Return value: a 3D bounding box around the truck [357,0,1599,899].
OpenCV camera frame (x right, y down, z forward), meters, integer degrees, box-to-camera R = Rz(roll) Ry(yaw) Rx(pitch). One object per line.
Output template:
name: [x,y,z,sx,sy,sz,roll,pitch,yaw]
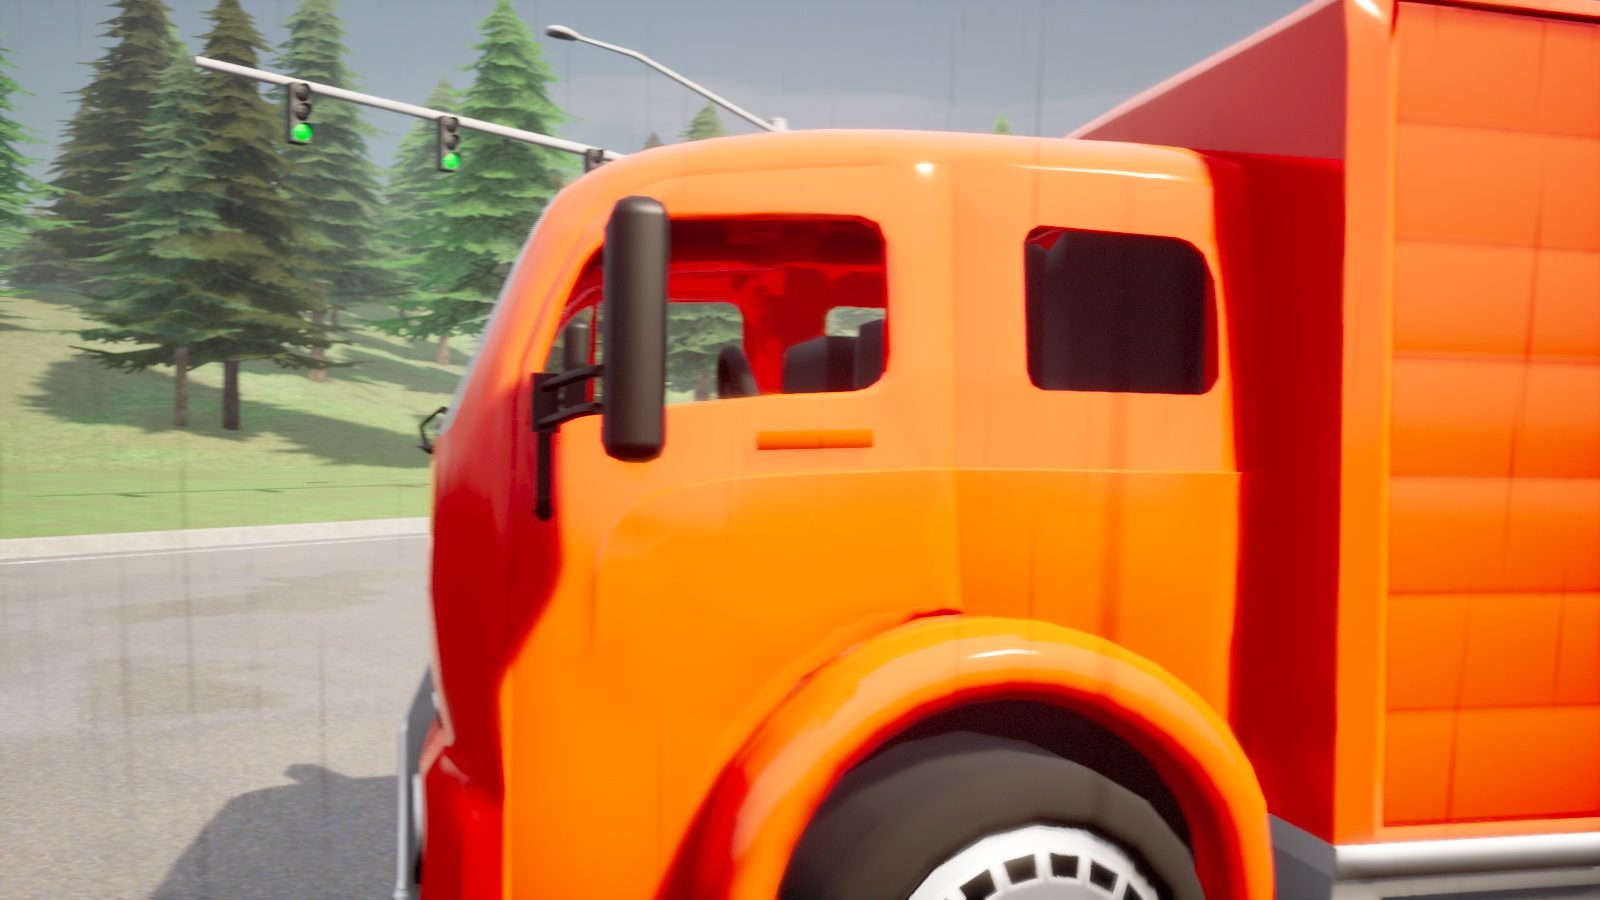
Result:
truck: [1.636,0.227,3.631,5.204,2.467,2.627,0,1,-12]
